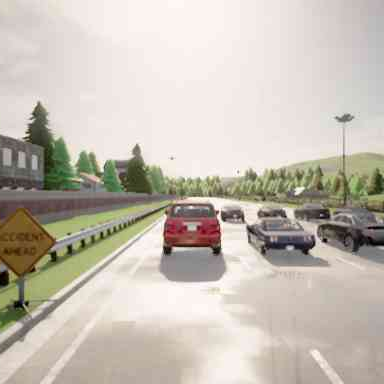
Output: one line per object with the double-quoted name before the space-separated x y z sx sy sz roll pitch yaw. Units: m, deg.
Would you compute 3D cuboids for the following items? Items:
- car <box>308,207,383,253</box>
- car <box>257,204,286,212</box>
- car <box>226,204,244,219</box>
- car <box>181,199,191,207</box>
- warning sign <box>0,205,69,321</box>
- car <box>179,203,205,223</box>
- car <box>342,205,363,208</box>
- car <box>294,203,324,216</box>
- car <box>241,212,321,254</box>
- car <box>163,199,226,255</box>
"car" 7.008 1.627 14.286 2.128 1.511 4.902 0 0 0
"car" 7.013 1.800 29.379 1.812 1.442 4.674 0 0 0
"car" 3.513 1.800 29.385 1.812 1.442 4.674 0 0 0
"car" -1.206 2.092 65.945 1.882 1.535 5.008 0 -1 0
"warning sign" -3.048 1.172 5.952 1.300 1.860 1.060 0 -1 0
"car" 0.012 1.766 29.287 2.128 1.511 4.902 0 0 0
"car" 14.011 1.838 29.313 1.994 1.385 4.181 0 0 0
"car" 10.514 1.753 29.472 1.882 1.535 5.008 0 0 0
"car" 3.506 1.733 14.102 1.895 1.301 4.718 0 0 0
"car" 0.005 1.348 14.013 2.150 2.045 5.566 0 0 0
